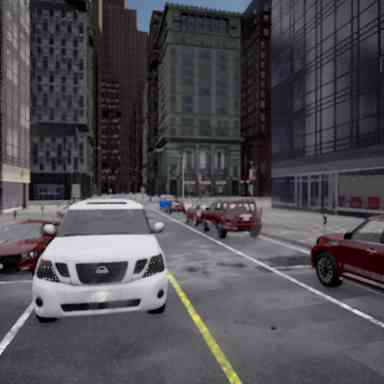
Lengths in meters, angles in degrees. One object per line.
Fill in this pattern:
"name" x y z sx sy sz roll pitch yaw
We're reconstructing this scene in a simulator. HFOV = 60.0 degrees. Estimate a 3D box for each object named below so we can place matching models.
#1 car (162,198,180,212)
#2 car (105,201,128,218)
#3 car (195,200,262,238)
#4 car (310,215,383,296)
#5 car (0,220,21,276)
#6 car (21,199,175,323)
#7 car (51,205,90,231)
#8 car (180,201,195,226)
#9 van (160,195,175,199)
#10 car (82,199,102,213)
"car" -1.723 1.545 34.070 1.802 1.307 4.206 0 0 -13
"car" -7.007 1.569 30.869 1.895 1.301 4.718 0 0 -13
"car" 1.953 1.302 17.526 2.192 1.841 5.009 0 0 -13
"car" 4.404 1.311 6.498 2.192 1.841 5.009 0 0 -13
"car" -5.142 1.539 10.160 1.887 1.381 4.507 0 0 -13
"car" -1.959 1.217 7.704 2.150 2.045 5.566 0 0 -13
"car" -7.593 1.565 21.189 1.802 1.307 4.206 0 0 -13
"car" 0.728 1.421 23.041 1.967 1.590 4.097 0 0 -13
"van" -2.949 1.294 39.583 1.690 1.788 3.998 0 0 -13
"car" -11.270 1.521 37.733 1.947 1.339 4.313 0 0 -13
